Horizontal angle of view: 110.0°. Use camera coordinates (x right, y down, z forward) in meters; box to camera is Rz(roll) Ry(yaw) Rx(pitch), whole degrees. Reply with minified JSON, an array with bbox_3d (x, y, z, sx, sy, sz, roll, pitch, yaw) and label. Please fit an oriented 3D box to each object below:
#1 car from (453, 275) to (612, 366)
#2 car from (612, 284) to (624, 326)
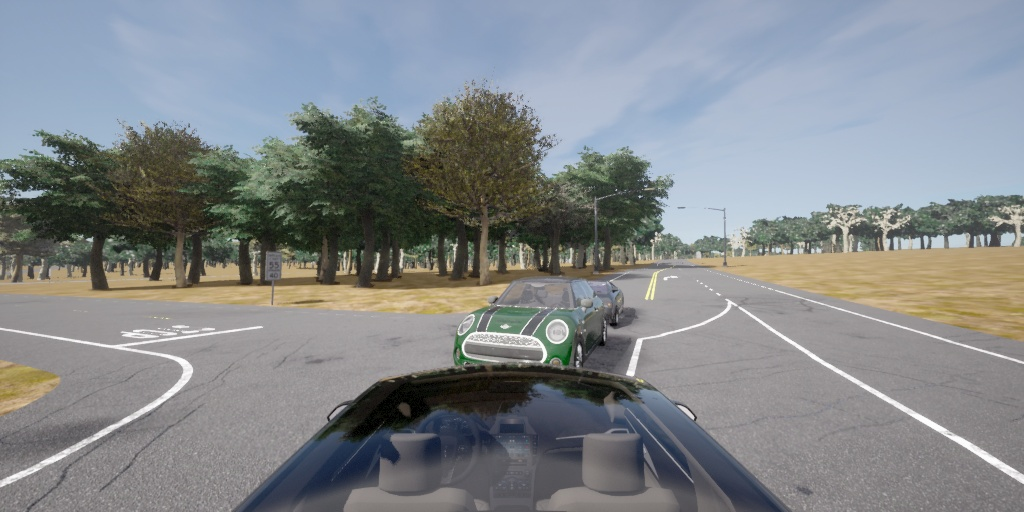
[{"bbox_3d":[0.668,1.223,7.497,2.097,1.767,4.553,-1,-2,22],"label":"car"},{"bbox_3d":[2.884,1.555,12.933,1.994,1.385,4.181,-2,0,22],"label":"car"}]
